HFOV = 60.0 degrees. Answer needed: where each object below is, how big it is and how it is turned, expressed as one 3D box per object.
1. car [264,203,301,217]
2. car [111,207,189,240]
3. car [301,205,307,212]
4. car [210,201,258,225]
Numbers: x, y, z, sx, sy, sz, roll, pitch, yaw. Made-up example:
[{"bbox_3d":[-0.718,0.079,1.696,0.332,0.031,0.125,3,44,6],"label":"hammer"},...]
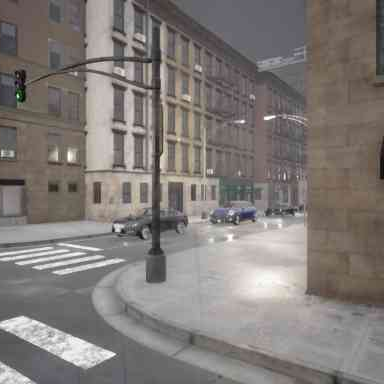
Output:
[{"bbox_3d":[8.952,1.777,33.335,1.895,1.301,4.718,0,0,35],"label":"car"},{"bbox_3d":[-2.113,1.568,17.809,2.128,1.511,4.902,0,0,35],"label":"car"},{"bbox_3d":[14.868,1.832,41.585,1.895,1.301,4.718,0,0,36],"label":"car"},{"bbox_3d":[3.229,1.476,25.327,2.097,1.767,4.553,0,0,36],"label":"car"}]
